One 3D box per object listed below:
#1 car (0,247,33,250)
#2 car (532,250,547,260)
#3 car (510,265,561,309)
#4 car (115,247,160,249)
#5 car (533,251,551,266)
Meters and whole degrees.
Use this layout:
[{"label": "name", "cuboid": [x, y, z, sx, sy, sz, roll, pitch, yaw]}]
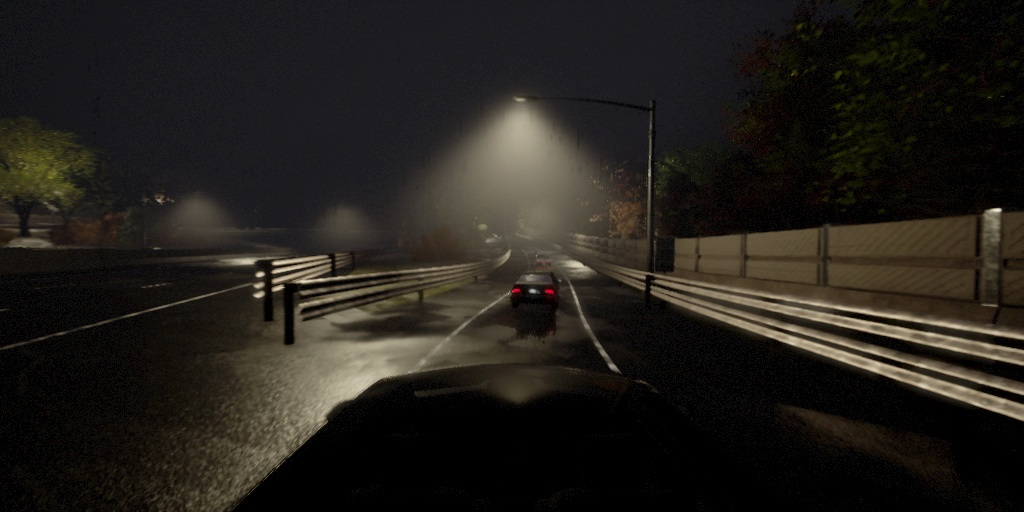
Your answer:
[{"label": "car", "cuboid": [-44.865, -0.077, 32.089, 1.812, 1.442, 4.674, 0, 1, -18]}, {"label": "car", "cuboid": [4.293, -0.175, 56.386, 1.895, 1.301, 4.718, 1, 4, 0]}, {"label": "car", "cuboid": [1.093, 1.326, 15.381, 2.033, 1.411, 5.357, 1, 0, 8]}, {"label": "car", "cuboid": [-39.778, -0.194, 39.049, 2.128, 1.511, 4.902, 0, 1, -18]}, {"label": "car", "cuboid": [3.967, 0.522, 46.043, 1.895, 1.301, 4.718, 1, 3, 2]}]
